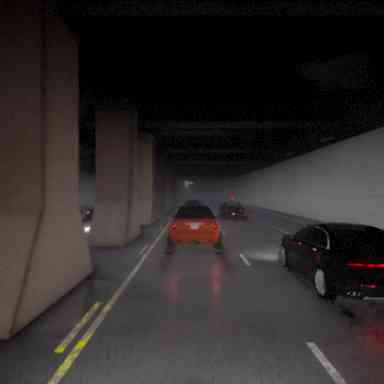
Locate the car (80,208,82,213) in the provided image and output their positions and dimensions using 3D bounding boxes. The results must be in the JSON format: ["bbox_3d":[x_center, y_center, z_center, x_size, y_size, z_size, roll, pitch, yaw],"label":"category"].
[{"bbox_3d":[-10.607,1.605,27.150,1.895,1.301,4.718,0,0,0],"label":"car"}]

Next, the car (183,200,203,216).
[{"bbox_3d":[0.076,1.531,33.538,1.812,1.442,4.674,0,0,0],"label":"car"}]

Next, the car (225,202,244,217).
[{"bbox_3d":[3.591,1.606,30.965,1.895,1.301,4.718,0,0,0],"label":"car"}]

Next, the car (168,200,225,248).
[{"bbox_3d":[0.095,1.354,14.860,2.097,1.767,4.553,0,0,0],"label":"car"}]

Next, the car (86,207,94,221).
[{"bbox_3d":[-7.107,1.605,27.163,1.895,1.301,4.718,0,0,0],"label":"car"}]

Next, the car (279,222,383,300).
[{"bbox_3d":[3.597,1.506,8.366,1.837,1.490,4.892,0,0,0],"label":"car"}]
